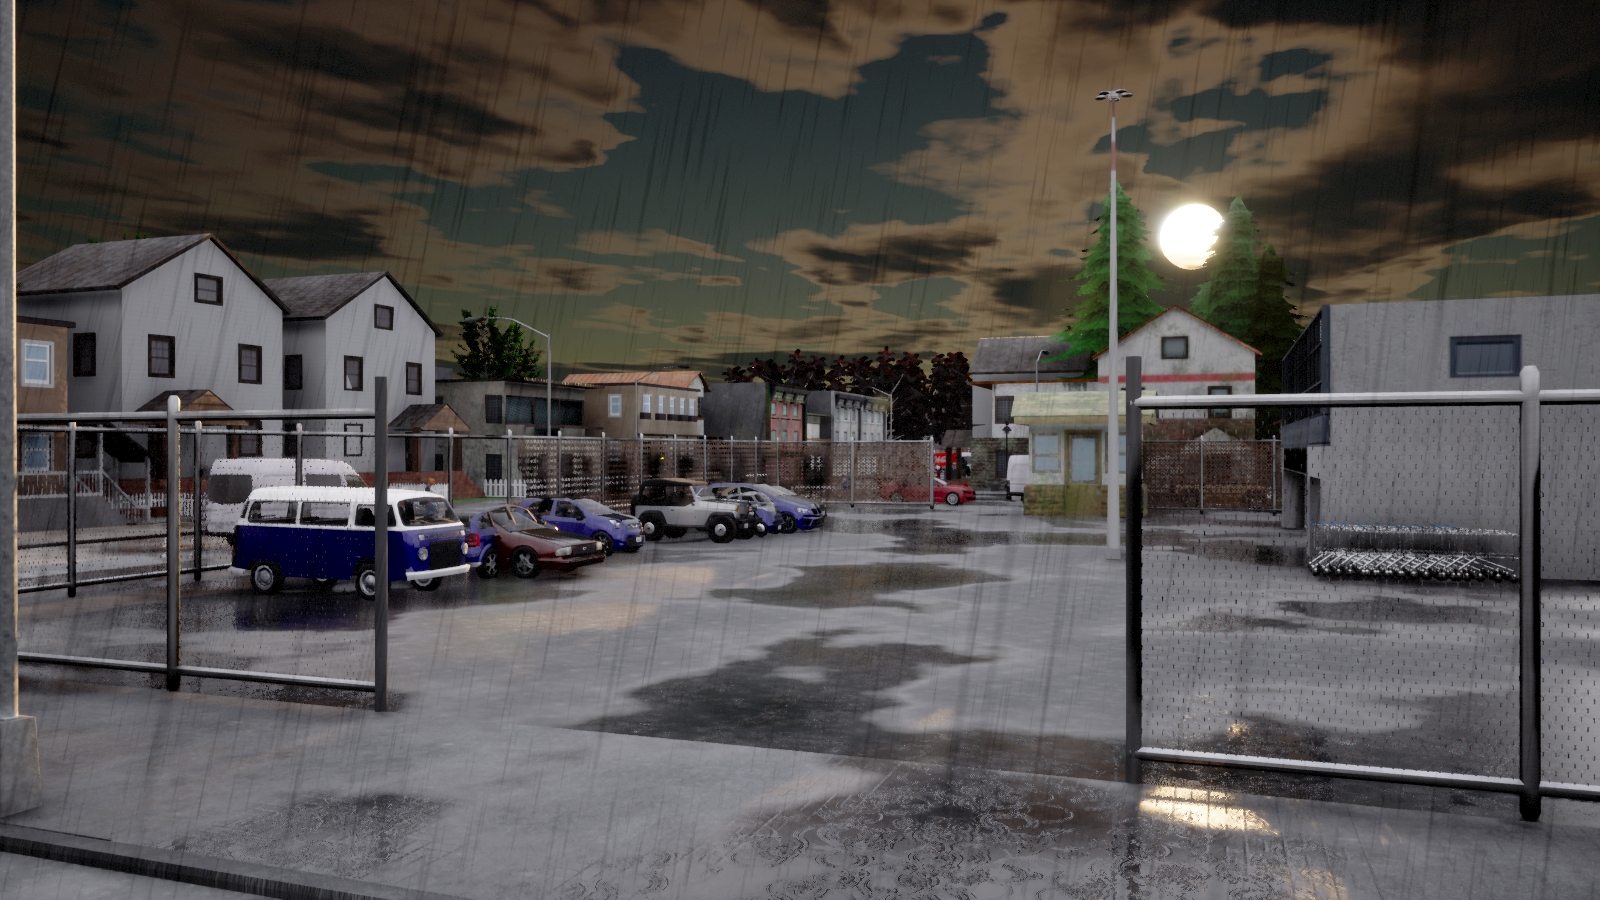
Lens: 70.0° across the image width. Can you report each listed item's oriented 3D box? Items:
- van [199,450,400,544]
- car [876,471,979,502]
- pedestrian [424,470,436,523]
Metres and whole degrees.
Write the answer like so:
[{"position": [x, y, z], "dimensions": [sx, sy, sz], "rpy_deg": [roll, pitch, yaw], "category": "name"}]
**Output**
[{"position": [-14.865, 1.315, 34.439], "dimensions": [1.988, 2.561, 5.915], "rpy_deg": [0, -1, 20], "category": "van"}, {"position": [6.523, 1.843, 58.394], "dimensions": [4.892, 1.480, 2.231], "rpy_deg": [0, 0, 19], "category": "car"}, {"position": [-13.107, 1.633, 40.485], "dimensions": [0.375, 1.860, 0.375], "rpy_deg": [0, 0, -19], "category": "pedestrian"}]
